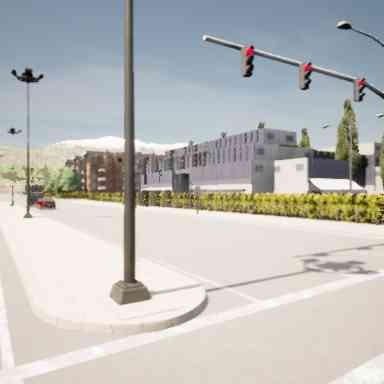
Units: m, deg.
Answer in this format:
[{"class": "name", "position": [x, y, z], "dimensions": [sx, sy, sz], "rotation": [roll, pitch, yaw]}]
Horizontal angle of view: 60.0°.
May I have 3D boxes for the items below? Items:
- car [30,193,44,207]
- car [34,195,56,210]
[{"class": "car", "position": [-25.038, 1.256, 53.753], "dimensions": [2.150, 2.045, 5.566], "rotation": [0, 0, -31]}, {"class": "car", "position": [-19.533, 1.503, 44.637], "dimensions": [1.882, 1.535, 5.008], "rotation": [0, 0, -31]}]
